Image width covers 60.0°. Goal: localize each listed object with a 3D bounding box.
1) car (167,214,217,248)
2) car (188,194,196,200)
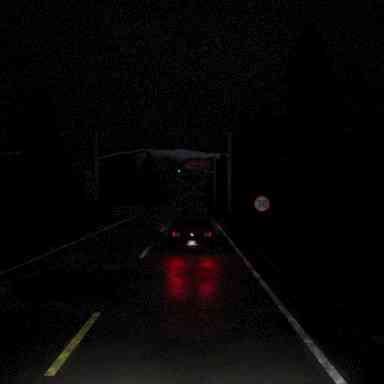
[{"bbox_3d":[0.000,1.614,14.680,1.895,1.301,4.718,0,0,0],"label":"car"},{"bbox_3d":[0.000,1.387,84.635,1.837,1.490,4.892,0,0,0],"label":"car"}]
